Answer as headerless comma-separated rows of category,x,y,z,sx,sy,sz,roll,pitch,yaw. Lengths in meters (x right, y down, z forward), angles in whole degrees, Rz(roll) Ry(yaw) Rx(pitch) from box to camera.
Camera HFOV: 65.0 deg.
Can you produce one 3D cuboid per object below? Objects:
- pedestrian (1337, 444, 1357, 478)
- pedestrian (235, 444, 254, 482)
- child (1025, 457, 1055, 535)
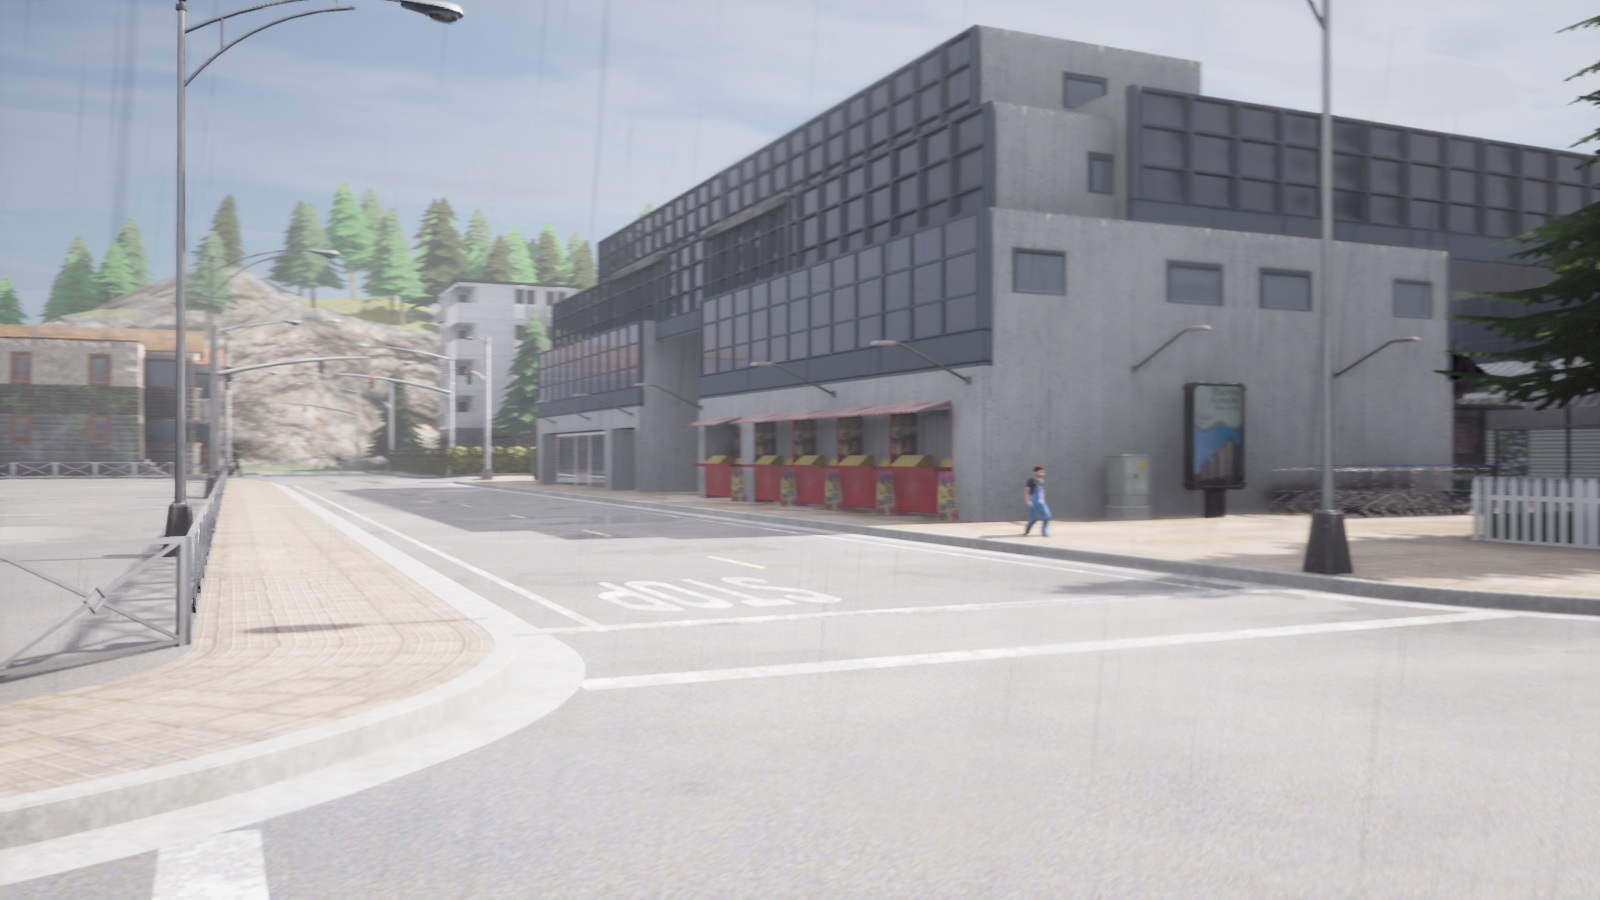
pedestrian,30.538,0.597,70.149,0.563,1.883,0.849,0,0,-21
pedestrian,-29.028,0.678,65.642,0.788,1.949,0.423,0,0,17
child,3.936,0.753,20.585,0.270,1.263,0.437,0,0,-27
